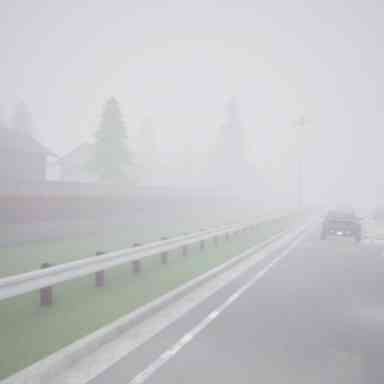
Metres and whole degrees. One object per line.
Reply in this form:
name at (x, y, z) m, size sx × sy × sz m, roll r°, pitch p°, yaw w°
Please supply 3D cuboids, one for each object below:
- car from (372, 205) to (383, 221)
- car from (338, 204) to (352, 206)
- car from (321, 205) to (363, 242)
car at (18.582, 2.028, 32.074) m, size 2.128 × 1.511 × 4.902 m, roll 2°, pitch 0°, yaw 25°
car at (15.595, 1.931, 33.941) m, size 1.882 × 1.535 × 5.008 m, roll 2°, pitch 0°, yaw 25°
car at (8.159, 1.742, 18.195) m, size 1.837 × 1.490 × 4.892 m, roll 2°, pitch 0°, yaw 25°
